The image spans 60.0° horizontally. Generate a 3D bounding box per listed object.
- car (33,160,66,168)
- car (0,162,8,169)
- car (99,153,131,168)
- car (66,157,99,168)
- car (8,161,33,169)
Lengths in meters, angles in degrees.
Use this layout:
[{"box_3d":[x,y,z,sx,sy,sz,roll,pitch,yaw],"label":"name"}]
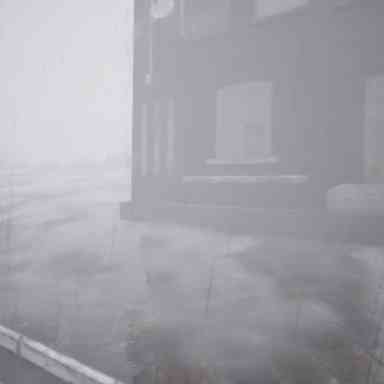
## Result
[{"box_3d":[-17.508,-3.404,42.810,4.892,1.521,2.231,1,1,27],"label":"car"},{"box_3d":[-27.204,-3.588,47.873,4.792,1.488,2.163,1,1,29],"label":"car"},{"box_3d":[-7.325,-3.377,38.030,5.566,2.045,2.435,2,1,25],"label":"car"},{"box_3d":[-12.426,-3.402,40.368,4.553,1.767,2.185,1,1,26],"label":"car"},{"box_3d":[-22.340,-3.471,45.267,4.674,1.452,2.002,1,1,28],"label":"car"}]
